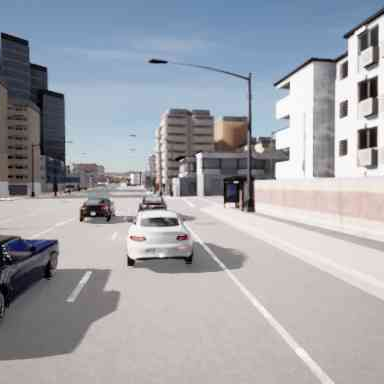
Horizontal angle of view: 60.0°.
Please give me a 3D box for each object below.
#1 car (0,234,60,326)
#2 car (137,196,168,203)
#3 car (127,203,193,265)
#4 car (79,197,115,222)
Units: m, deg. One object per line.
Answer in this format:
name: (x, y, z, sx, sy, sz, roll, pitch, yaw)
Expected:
car: (-4.037, 1.462, 6.358, 1.895, 1.301, 4.718, 0, 1, -7)
car: (-2.607, 0.988, 22.150, 2.128, 1.511, 4.902, 0, 1, -8)
car: (-1.077, 1.282, 10.620, 1.812, 1.442, 4.674, 0, 1, -8)
car: (-6.054, 1.044, 21.571, 1.812, 1.442, 4.674, 0, 1, -8)
